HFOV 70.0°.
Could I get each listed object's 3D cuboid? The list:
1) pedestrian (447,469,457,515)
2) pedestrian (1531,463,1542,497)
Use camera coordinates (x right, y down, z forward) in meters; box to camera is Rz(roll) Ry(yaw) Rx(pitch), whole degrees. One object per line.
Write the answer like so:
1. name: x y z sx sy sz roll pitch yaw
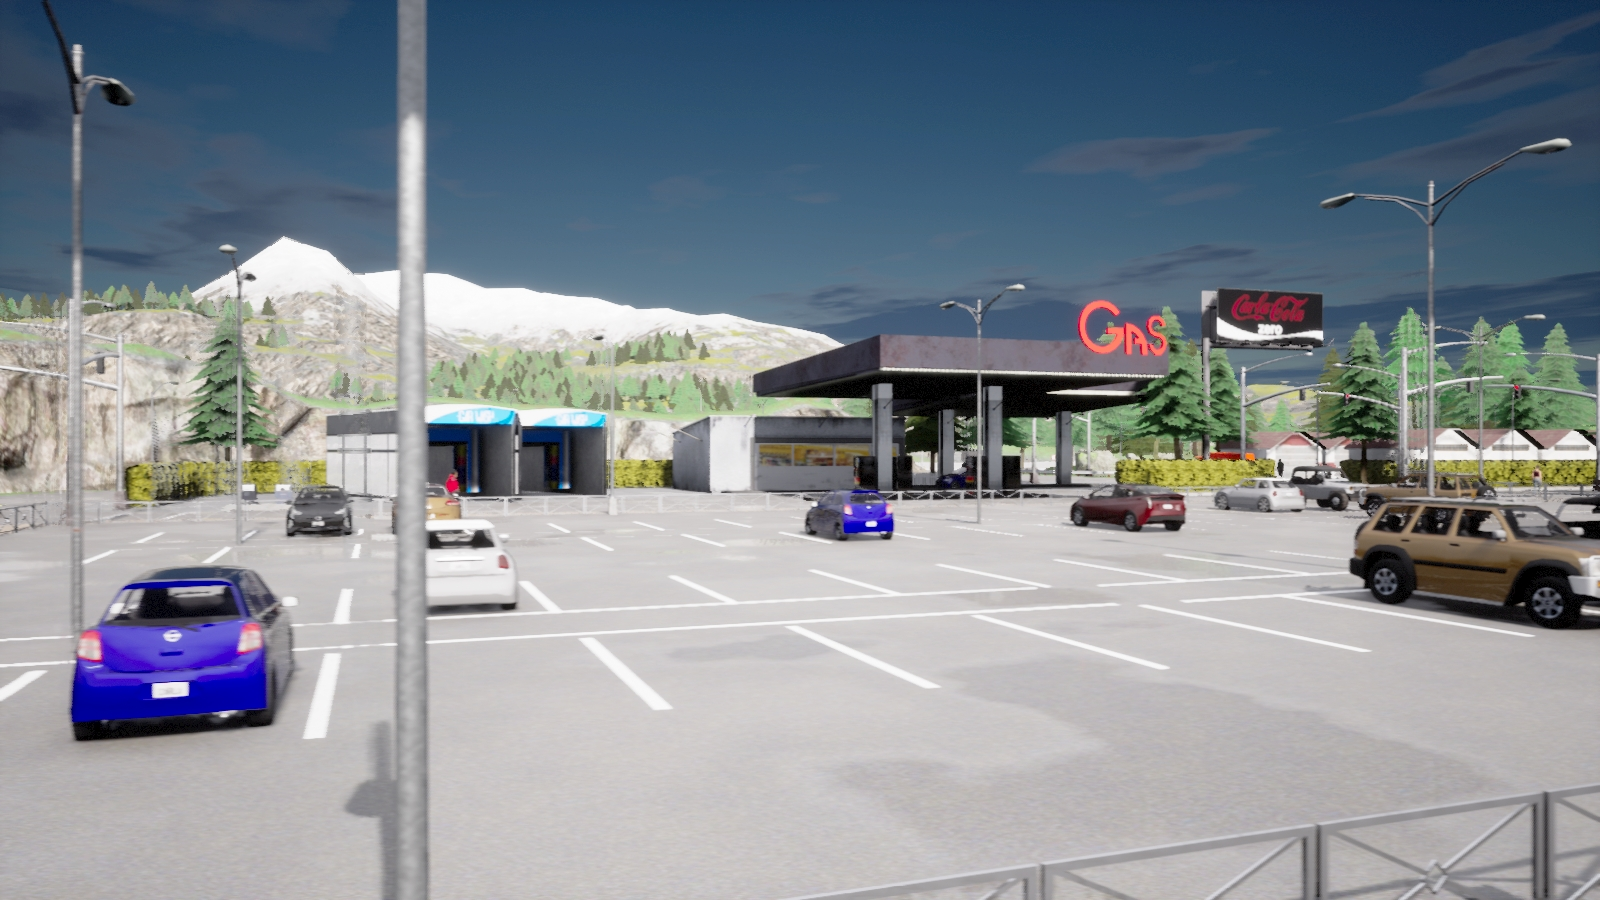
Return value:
1. pedestrian: -14.092 1.692 46.290 0.375 1.860 0.375 0 0 -20
2. pedestrian: 41.066 1.664 63.720 0.375 1.860 0.375 0 0 -36
